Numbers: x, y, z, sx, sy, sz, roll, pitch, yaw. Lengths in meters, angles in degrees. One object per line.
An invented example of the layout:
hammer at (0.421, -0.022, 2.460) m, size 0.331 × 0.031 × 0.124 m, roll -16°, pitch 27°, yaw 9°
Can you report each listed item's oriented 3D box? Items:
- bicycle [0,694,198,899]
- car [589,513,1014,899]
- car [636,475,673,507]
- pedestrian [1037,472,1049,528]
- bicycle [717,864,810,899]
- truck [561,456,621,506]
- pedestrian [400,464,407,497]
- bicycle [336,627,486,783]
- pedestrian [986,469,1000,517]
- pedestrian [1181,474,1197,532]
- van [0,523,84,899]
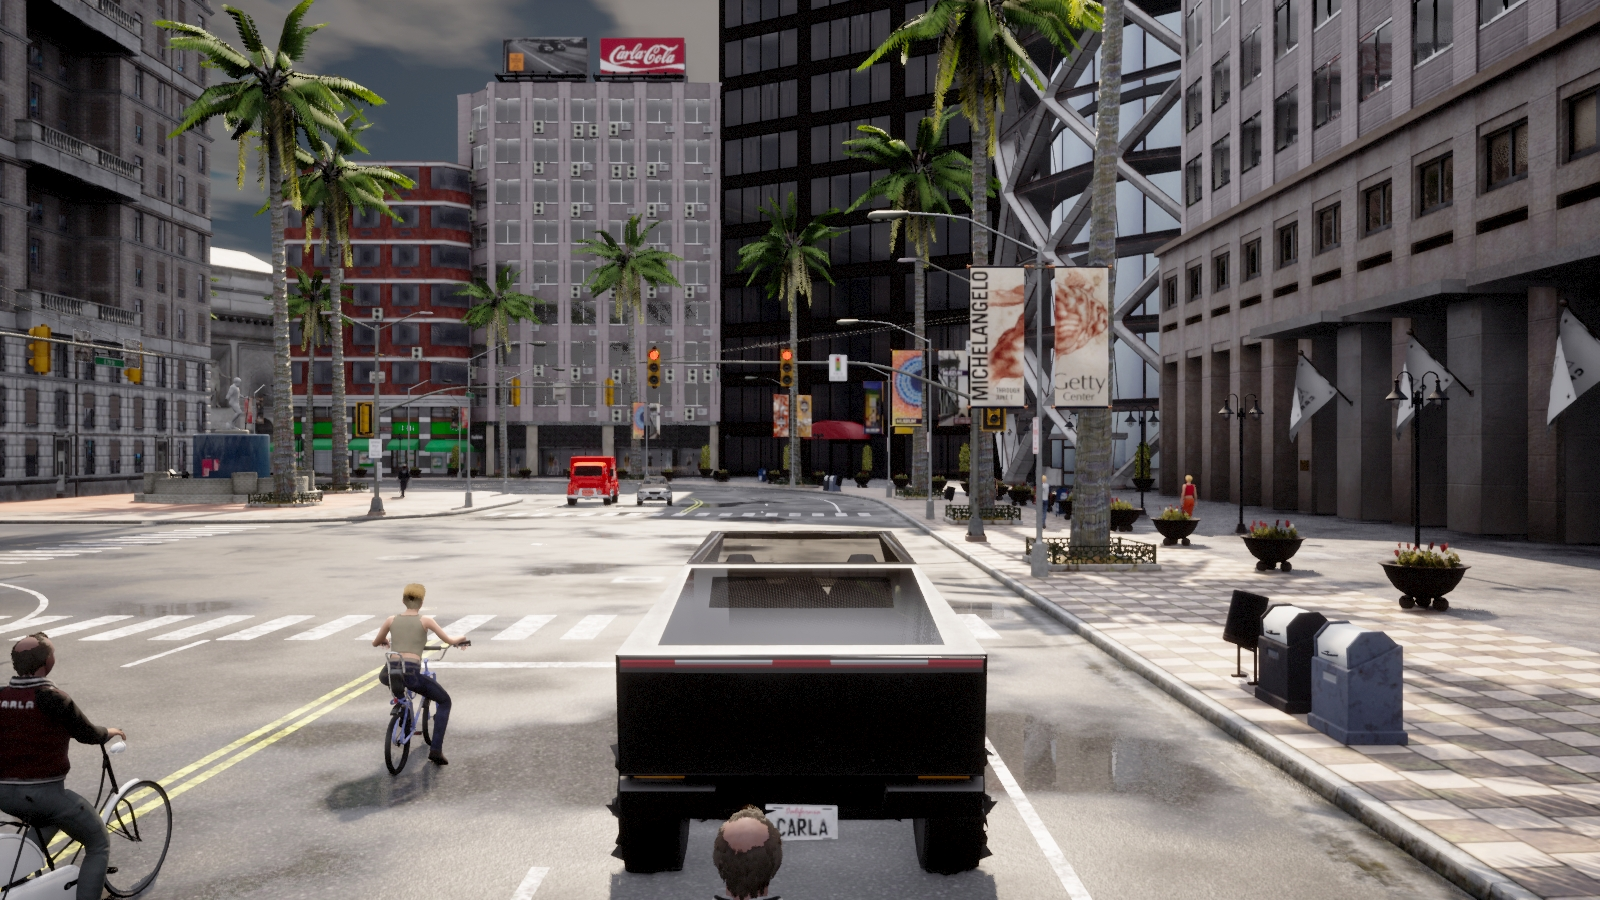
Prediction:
bicycle at (-4.243, 2.210, 6.662) m, size 0.329 × 1.171 × 1.835 m, roll 0°, pitch 0°, yaw 6°
car at (0.011, 1.753, 9.550) m, size 2.390 × 2.098 × 6.274 m, roll 0°, pitch 0°, yaw 0°
car at (-7.460, 2.066, 58.811) m, size 1.816 × 1.474 × 4.193 m, roll 0°, pitch 0°, yaw -7°
pedestrian at (8.245, 1.694, 38.801) m, size 0.375 × 1.860 × 0.375 m, roll 0°, pitch 0°, yaw 10°
bicycle at (-0.147, 2.210, 3.549) m, size 0.329 × 1.171 × 1.835 m, roll 0°, pitch 0°, yaw 1°
truck at (-10.821, 1.568, 59.475) m, size 2.627 × 2.467 × 5.204 m, roll 0°, pitch 0°, yaw -5°
pedestrian at (-22.150, 1.696, 63.775) m, size 0.375 × 1.860 × 0.375 m, roll 0°, pitch 0°, yaw -20°
bicycle at (-3.473, 2.256, 10.347) m, size 0.859 × 1.080 × 1.487 m, roll 0°, pitch 0°, yaw 0°
pedestrian at (7.554, 1.698, 44.795) m, size 0.375 × 1.860 × 0.375 m, roll 0°, pitch 0°, yaw -36°
pedestrian at (12.576, 1.704, 36.916) m, size 0.375 × 1.860 × 0.375 m, roll 0°, pitch 0°, yaw -3°
van at (-3.501, 1.534, 1.043) m, size 1.988 × 2.561 × 5.915 m, roll 0°, pitch 0°, yaw 0°
